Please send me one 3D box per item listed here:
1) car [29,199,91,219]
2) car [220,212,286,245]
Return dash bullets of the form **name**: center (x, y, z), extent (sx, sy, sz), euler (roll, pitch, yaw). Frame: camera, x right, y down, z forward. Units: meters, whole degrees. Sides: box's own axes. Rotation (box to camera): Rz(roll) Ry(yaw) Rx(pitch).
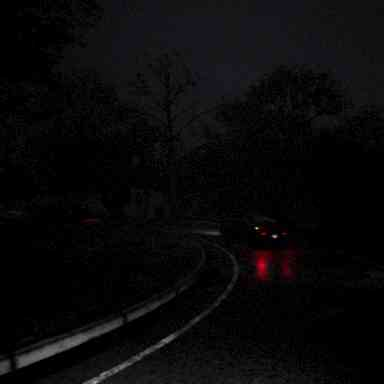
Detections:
- **car**: center (-11.089, 1.365, 28.001), extent (5.008, 1.535, 1.882), euler (2, -1, 8)
- **car**: center (3.035, 1.769, 17.079), extent (1.812, 1.442, 4.674), euler (2, 0, -17)
